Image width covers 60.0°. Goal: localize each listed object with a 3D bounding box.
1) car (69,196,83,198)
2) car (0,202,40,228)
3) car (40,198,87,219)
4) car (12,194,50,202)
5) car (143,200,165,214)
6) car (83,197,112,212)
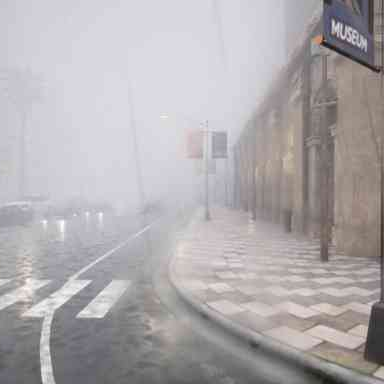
[{"bbox_3d":[-14.353,1.352,40.737,2.097,1.767,4.553,0,0,3],"label":"car"},{"bbox_3d":[-11.656,1.547,20.120,2.033,1.411,5.357,0,0,2],"label":"car"},{"bbox_3d":[-11.321,1.526,29.543,1.812,1.442,4.674,0,0,2],"label":"car"},{"bbox_3d":[-14.794,1.221,30.421,2.150,2.045,5.566,0,0,2],"label":"car"},{"bbox_3d":[-3.993,1.546,35.211,1.812,1.442,4.674,0,0,2],"label":"car"},{"bbox_3d":[-10.904,1.526,39.423,1.812,1.442,4.674,0,0,2],"label":"car"}]
